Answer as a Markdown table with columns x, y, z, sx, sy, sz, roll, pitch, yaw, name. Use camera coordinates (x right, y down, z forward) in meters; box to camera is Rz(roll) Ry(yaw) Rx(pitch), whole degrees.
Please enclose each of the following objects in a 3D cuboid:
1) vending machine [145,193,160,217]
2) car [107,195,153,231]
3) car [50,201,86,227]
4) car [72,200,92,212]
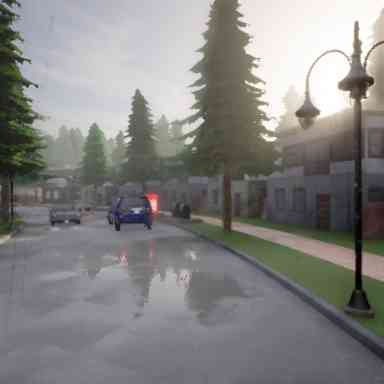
| x | y | z | sx | sy | sz | roll | pitch | yaw | name |
| --- | --- | --- | --- | --- | --- | --- | --- | --- | --- |
| -3.556 | 1.124 | 29.780 | 1.100 | 2.100 | 0.880 | 0 | 0 | -27 | vending machine |
| -3.956 | 1.180 | 20.822 | 2.150 | 2.045 | 5.566 | 0 | 0 | -20 | car |
| -8.870 | 1.580 | 23.198 | 1.895 | 1.301 | 4.718 | 0 | 0 | -24 | car |
| -12.864 | 1.561 | 36.968 | 1.895 | 1.301 | 4.718 | 0 | 0 | -37 | car |
